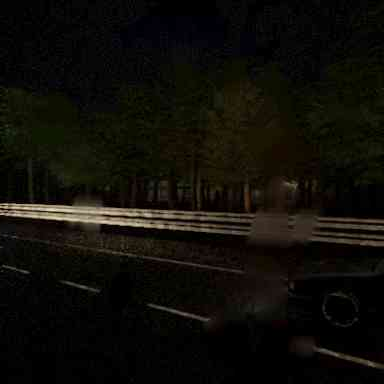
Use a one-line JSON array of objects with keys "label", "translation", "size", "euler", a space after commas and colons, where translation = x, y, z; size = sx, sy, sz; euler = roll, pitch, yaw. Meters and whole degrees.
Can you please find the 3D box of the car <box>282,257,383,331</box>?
[{"label": "car", "translation": [4.249, 1.548, 5.136], "size": [5.357, 1.411, 2.033], "euler": [0, 0, 36]}]
